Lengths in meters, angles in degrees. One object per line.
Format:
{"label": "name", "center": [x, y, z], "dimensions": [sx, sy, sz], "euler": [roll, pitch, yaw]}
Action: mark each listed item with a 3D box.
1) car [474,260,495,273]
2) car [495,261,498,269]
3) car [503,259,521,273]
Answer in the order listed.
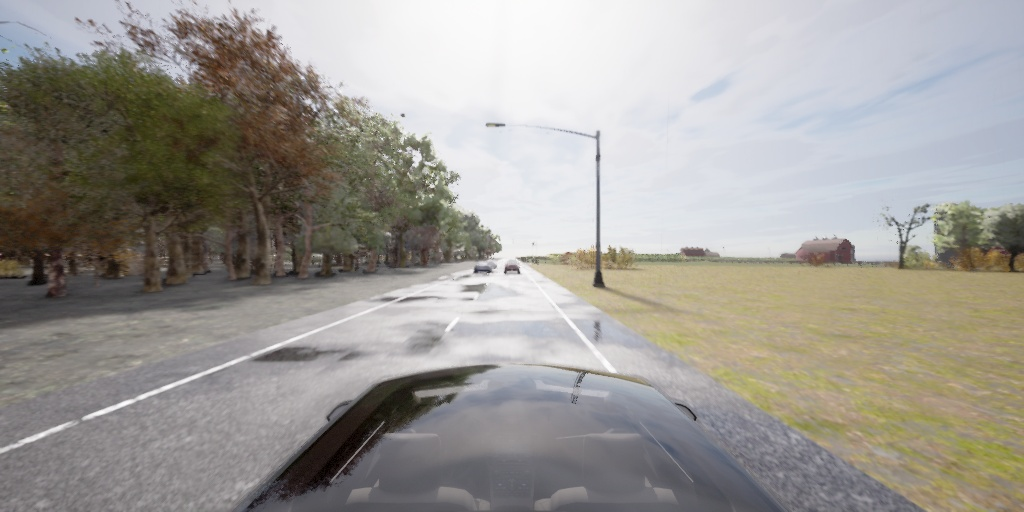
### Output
{"label": "car", "center": [-3.480, 1.349, 43.273], "dimensions": [1.994, 1.385, 4.181], "euler": [0, 0, 0]}
{"label": "car", "center": [-3.439, 1.318, 59.150], "dimensions": [1.812, 1.442, 4.674], "euler": [0, 0, 1]}
{"label": "car", "center": [0.016, 1.310, 42.992], "dimensions": [1.812, 1.442, 4.674], "euler": [0, 0, 0]}
